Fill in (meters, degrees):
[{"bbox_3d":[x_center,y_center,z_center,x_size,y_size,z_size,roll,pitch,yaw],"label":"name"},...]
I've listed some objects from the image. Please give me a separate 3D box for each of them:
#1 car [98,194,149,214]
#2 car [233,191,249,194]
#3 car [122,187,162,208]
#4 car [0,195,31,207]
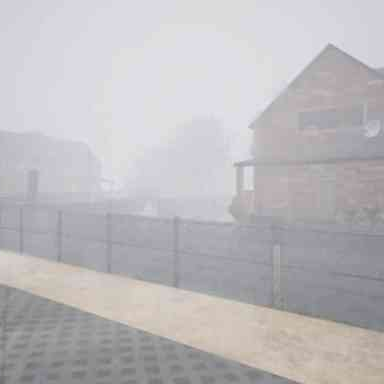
[{"bbox_3d":[-5.831,1.128,25.591,1.895,1.301,4.718,1,2,36],"label":"car"},{"bbox_3d":[7.386,0.420,48.992,1.994,1.385,4.181,1,2,36],"label":"car"},{"bbox_3d":[-5.195,0.573,31.443,2.150,2.045,5.566,1,3,35],"label":"car"},{"bbox_3d":[-12.565,1.015,20.988,2.097,1.767,4.553,1,2,34],"label":"car"}]
